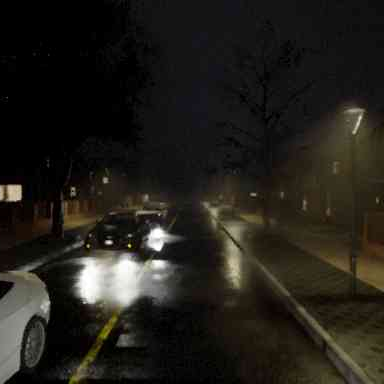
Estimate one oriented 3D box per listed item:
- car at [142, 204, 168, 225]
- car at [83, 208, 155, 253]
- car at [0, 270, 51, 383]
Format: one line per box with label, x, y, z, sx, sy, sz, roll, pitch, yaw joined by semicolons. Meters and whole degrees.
car;-2.827;1.556;23.807;1.895;1.301;4.718;0;0;0
car;-2.852;1.539;13.416;1.994;1.385;4.181;0;0;0
car;-2.855;1.521;2.870;1.812;1.442;4.674;0;0;0
